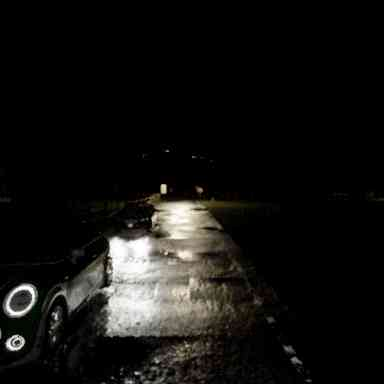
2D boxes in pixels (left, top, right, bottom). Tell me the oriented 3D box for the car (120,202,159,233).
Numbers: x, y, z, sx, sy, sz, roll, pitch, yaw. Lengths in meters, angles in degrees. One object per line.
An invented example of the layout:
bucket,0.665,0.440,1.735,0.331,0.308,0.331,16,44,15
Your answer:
car,-2.948,1.320,18.377,2.128,1.511,4.902,0,0,0

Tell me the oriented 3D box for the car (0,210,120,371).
car,-2.880,1.300,5.917,2.097,1.767,4.553,0,1,0
